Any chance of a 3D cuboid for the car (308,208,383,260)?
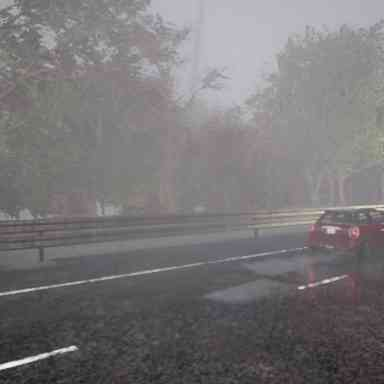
[{"bbox_3d":[6.614,1.411,12.922,4.553,1.767,2.097,0,0,-36],"label":"car"}]
